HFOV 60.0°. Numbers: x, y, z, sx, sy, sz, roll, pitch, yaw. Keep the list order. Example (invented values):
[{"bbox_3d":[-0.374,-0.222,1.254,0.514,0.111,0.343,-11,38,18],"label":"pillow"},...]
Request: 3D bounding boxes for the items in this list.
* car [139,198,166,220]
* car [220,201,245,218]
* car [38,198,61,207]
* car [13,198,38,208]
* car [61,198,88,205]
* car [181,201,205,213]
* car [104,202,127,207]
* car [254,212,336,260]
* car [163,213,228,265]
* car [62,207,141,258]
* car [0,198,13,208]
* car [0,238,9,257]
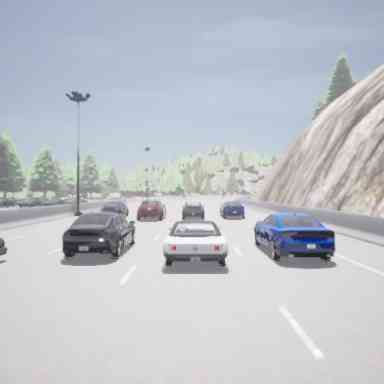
[{"bbox_3d":[-3.391,1.411,28.593,2.097,1.767,4.553,0,0,0],"label":"car"},{"bbox_3d":[3.610,1.539,30.434,1.882,1.535,5.008,0,0,0],"label":"car"},{"bbox_3d":[-21.021,1.654,51.129,2.033,1.411,5.357,0,0,1],"label":"car"},{"bbox_3d":[-24.488,1.653,50.920,2.033,1.411,5.357,0,0,1],"label":"car"},{"bbox_3d":[-17.519,1.653,50.876,2.033,1.411,5.357,0,0,1],"label":"car"},{"bbox_3d":[0.110,1.550,28.867,2.128,1.511,4.902,0,0,0],"label":"car"},{"bbox_3d":[-6.904,1.587,29.925,1.812,1.442,4.674,0,0,0],"label":"car"},{"bbox_3d":[3.604,1.503,12.512,1.882,1.535,5.008,0,0,0],"label":"car"},{"bbox_3d":[0.104,1.625,11.699,1.895,1.301,4.718,0,0,0],"label":"car"},{"bbox_3d":[-3.395,1.532,12.863,1.837,1.490,4.892,0,0,0],"label":"car"},{"bbox_3d":[-28.007,1.595,49.384,2.128,1.511,4.902,0,0,1],"label":"car"},{"bbox_3d":[-6.897,1.566,8.379,2.033,1.411,5.357,0,0,0],"label":"car"}]
